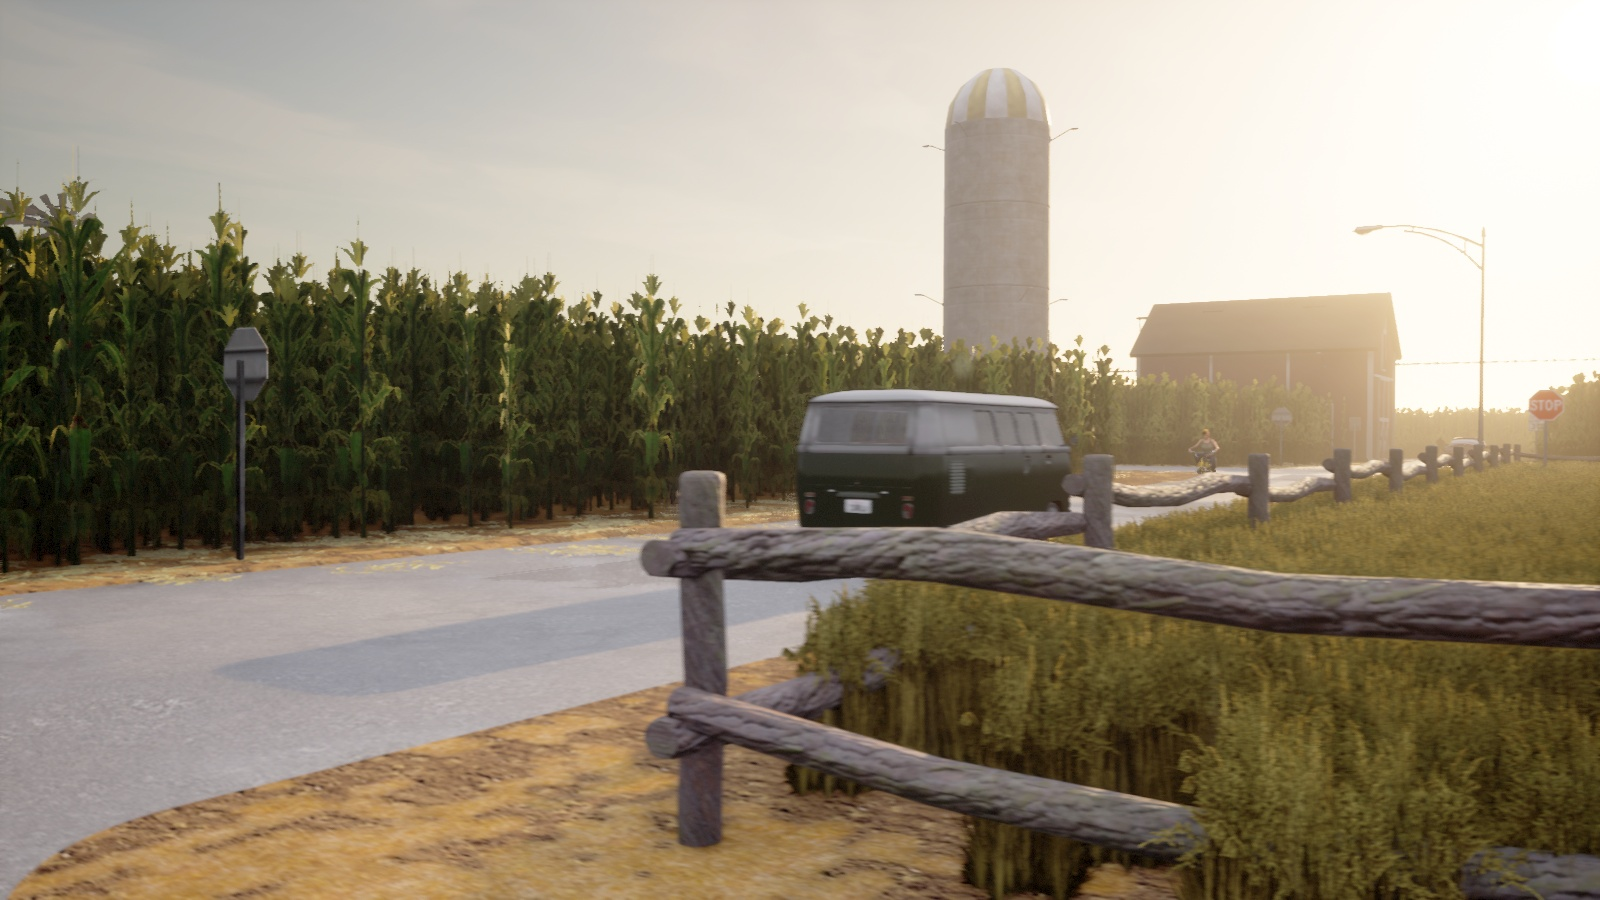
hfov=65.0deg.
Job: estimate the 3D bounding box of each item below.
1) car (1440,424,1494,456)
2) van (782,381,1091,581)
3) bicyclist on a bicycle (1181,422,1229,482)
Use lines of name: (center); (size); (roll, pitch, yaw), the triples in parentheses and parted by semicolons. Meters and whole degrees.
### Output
car: (31.899, -0.466, 59.958); (1.812, 1.442, 4.674); (0, 0, 34)
van: (1.782, 0.276, 14.848); (1.775, 1.987, 4.442); (0, 1, 33)
bicyclist on a bicycle: (11.100, 0.037, 34.384); (0.866, 1.612, 1.509); (0, 1, 34)
